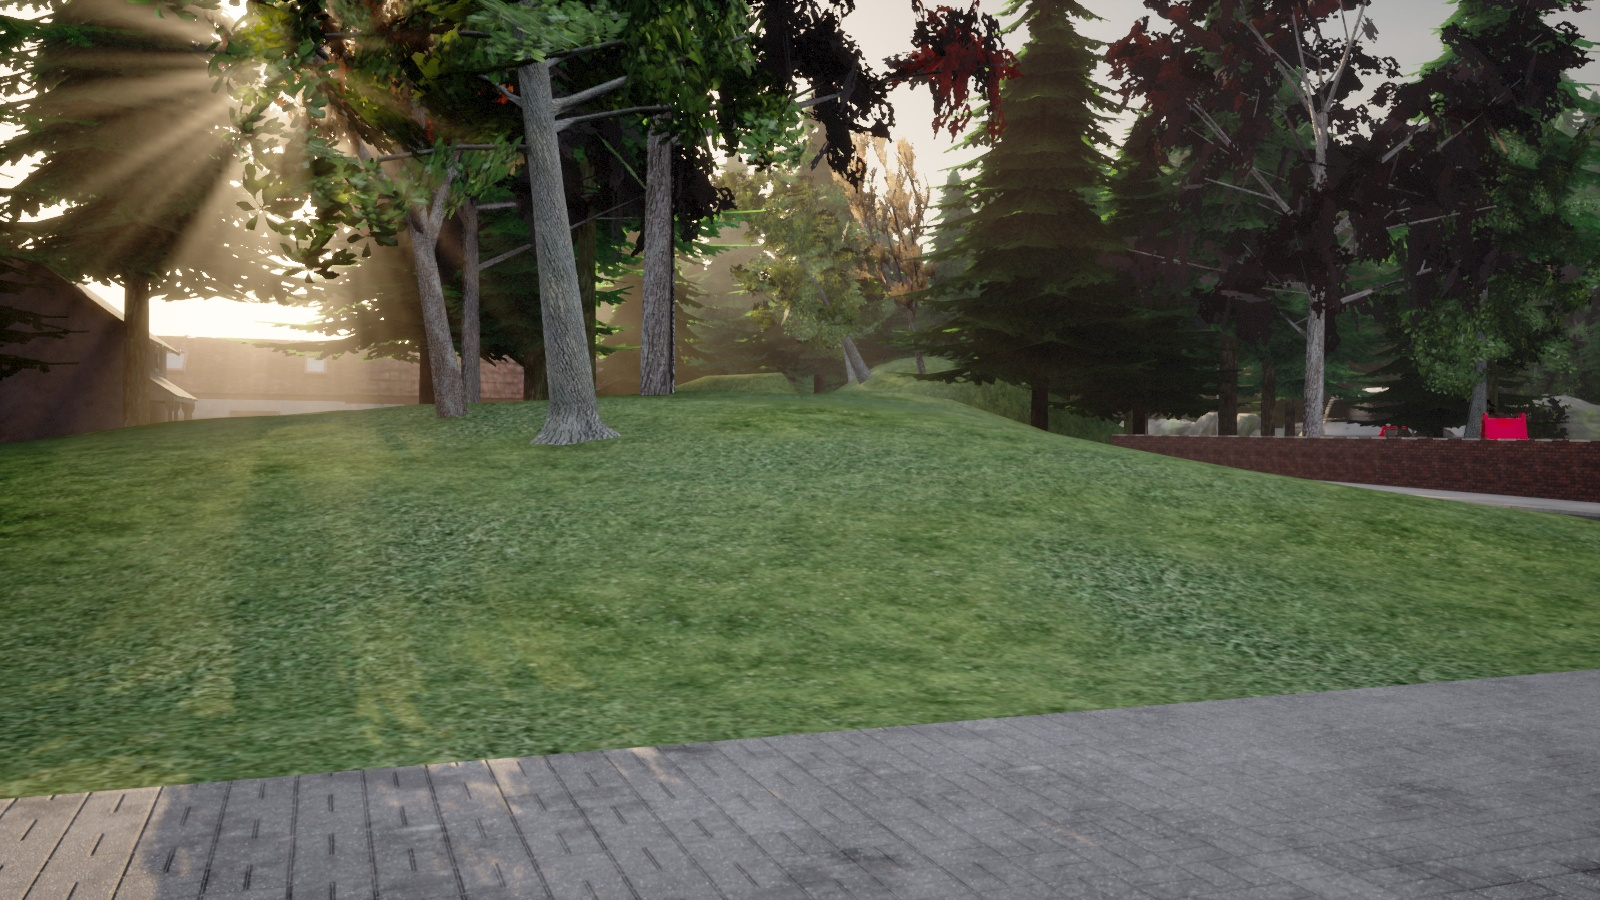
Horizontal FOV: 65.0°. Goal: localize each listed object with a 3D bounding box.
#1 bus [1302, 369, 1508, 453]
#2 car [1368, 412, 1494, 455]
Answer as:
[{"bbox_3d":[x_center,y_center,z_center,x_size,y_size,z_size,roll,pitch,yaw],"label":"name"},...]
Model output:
[{"bbox_3d":[32.838,-2.053,68.835,3.944,4.253,10.273,-1,1,-21],"label":"bus"},{"bbox_3d":[31.115,-0.834,62.177,2.150,2.045,5.566,-1,1,-21],"label":"car"}]
